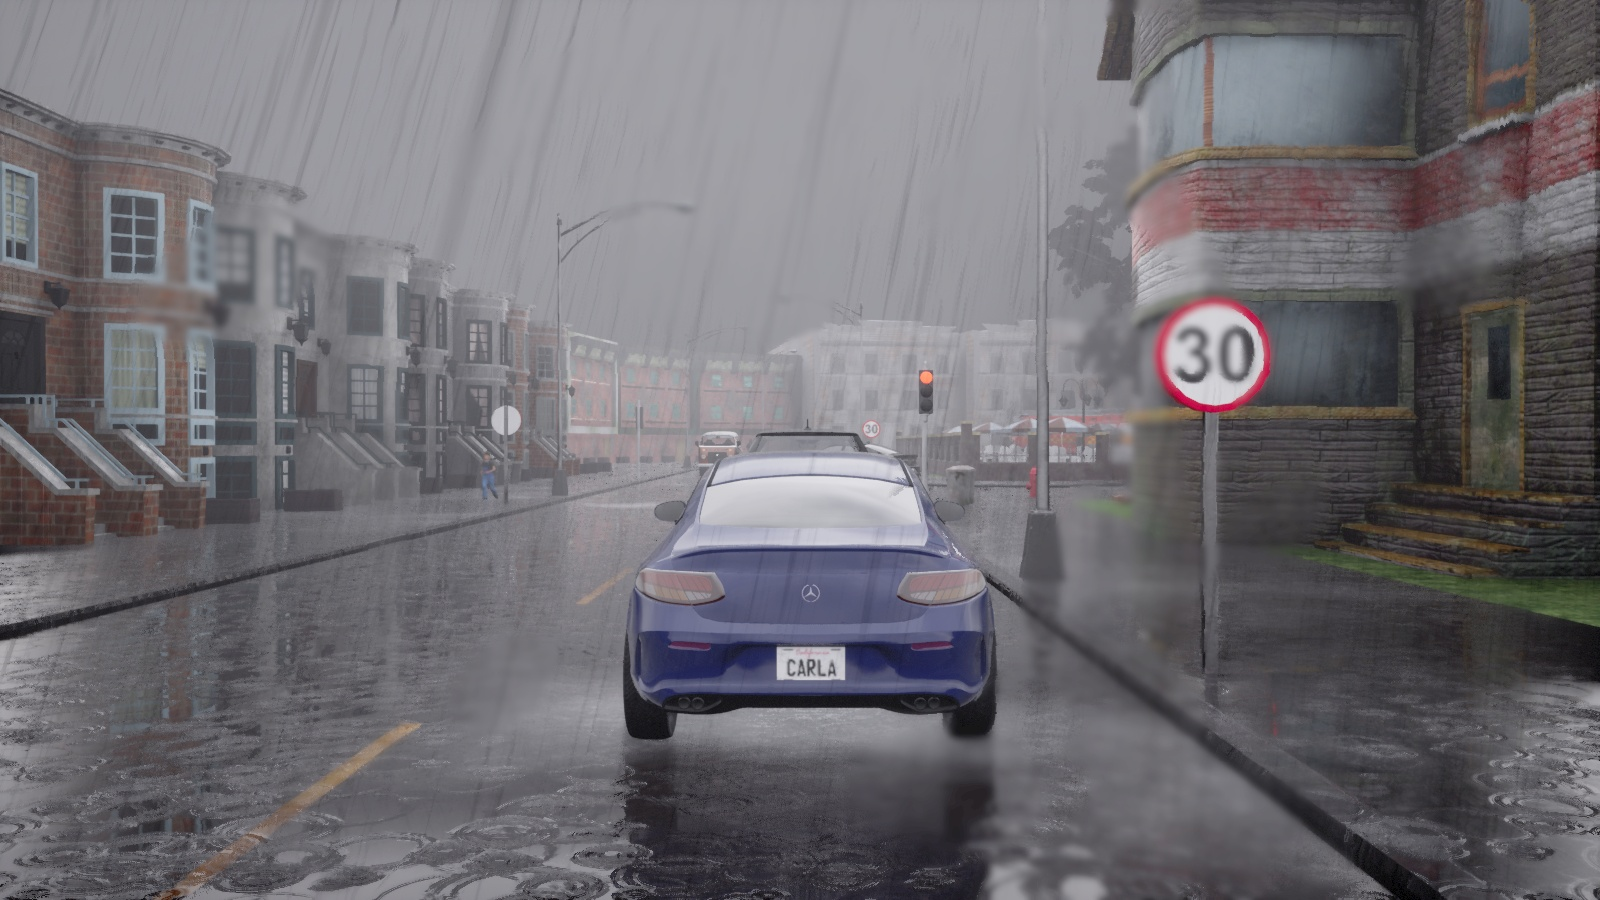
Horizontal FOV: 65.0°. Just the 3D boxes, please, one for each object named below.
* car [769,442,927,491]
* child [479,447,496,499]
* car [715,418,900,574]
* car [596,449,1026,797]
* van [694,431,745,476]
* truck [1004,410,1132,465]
[{"bbox_3d":[1.559,0.490,41.628,5.008,1.535,1.882,0,0,35],"label":"car"},{"bbox_3d":[-7.671,0.556,30.817,0.270,1.263,0.437,0,0,6],"label":"child"},{"bbox_3d":[0.102,0.512,16.547,2.097,1.767,4.553,0,0,0],"label":"car"},{"bbox_3d":[0.058,0.729,7.638,1.812,1.442,4.674,0,0,0],"label":"car"},{"bbox_3d":[-3.687,0.138,58.264,2.069,2.038,4.480,0,0,0],"label":"van"},{"bbox_3d":[18.929,-0.906,89.087,8.468,3.827,2.891,0,0,0],"label":"truck"}]
